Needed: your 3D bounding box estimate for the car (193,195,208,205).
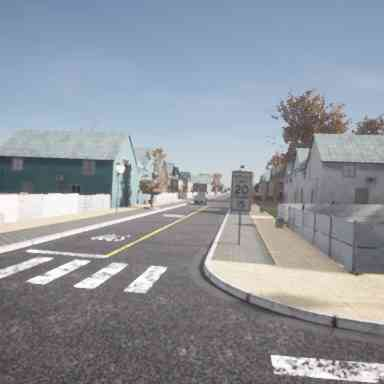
[{"bbox_3d":[1.378,1.196,50.750,1.837,1.490,4.892,3,1,8],"label":"car"}]
